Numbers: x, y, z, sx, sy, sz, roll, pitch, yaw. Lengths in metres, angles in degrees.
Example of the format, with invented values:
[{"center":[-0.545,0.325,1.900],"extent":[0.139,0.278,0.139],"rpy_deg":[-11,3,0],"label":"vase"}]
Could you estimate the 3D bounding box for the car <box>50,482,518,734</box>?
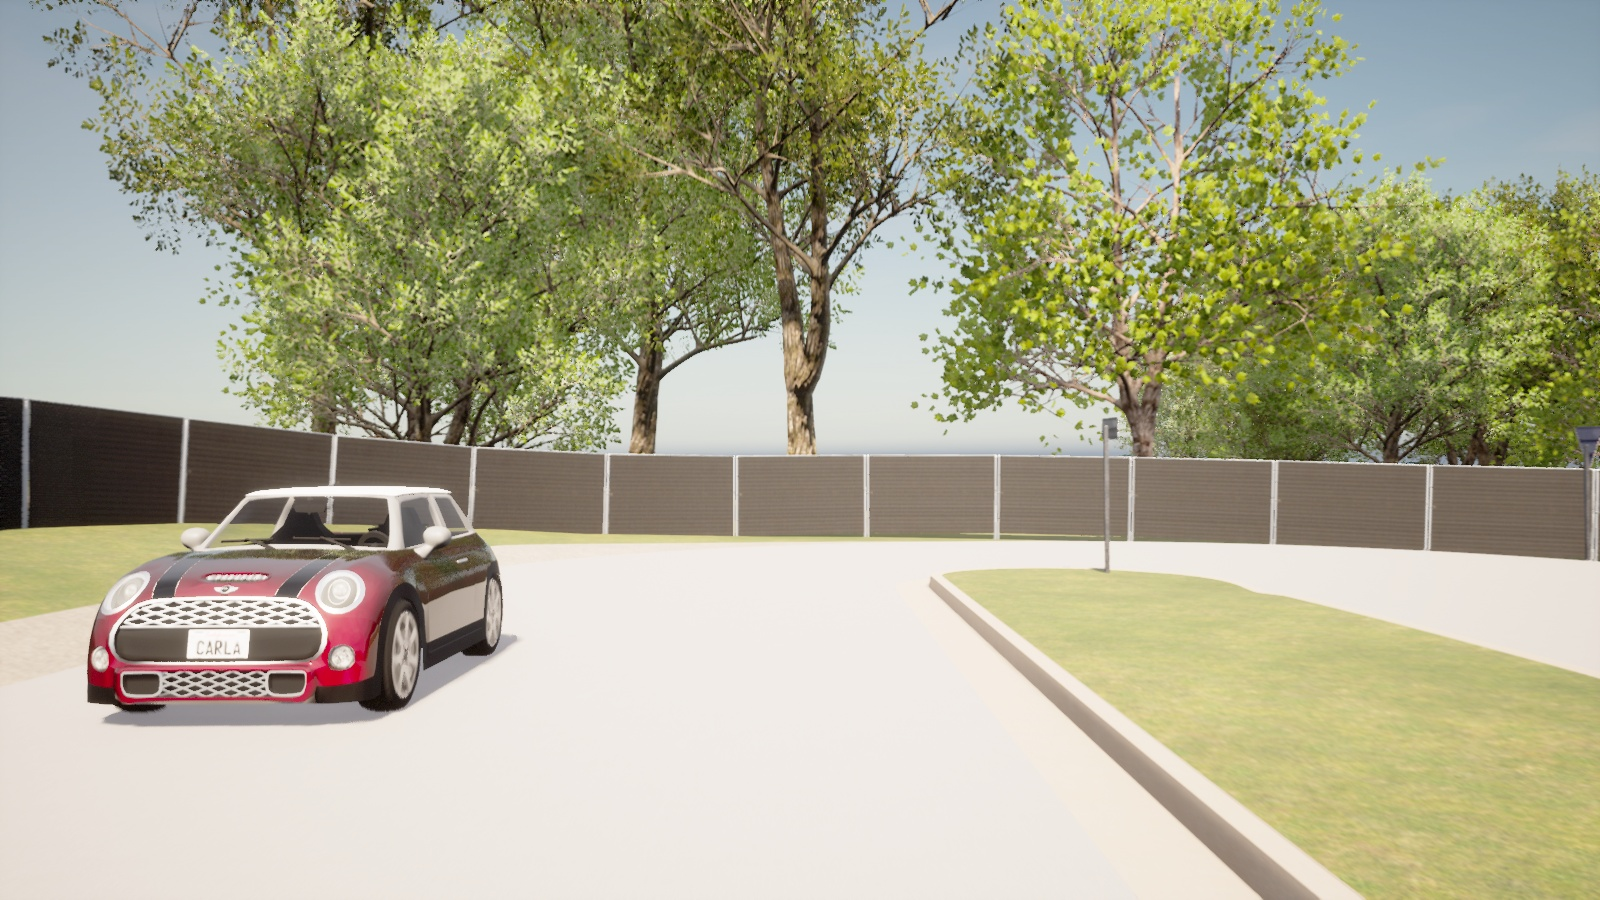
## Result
[{"center":[-3.557,1.004,9.508],"extent":[1.970,1.475,3.806],"rpy_deg":[-1,-1,0],"label":"car"}]
